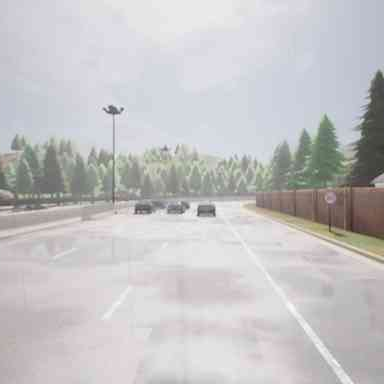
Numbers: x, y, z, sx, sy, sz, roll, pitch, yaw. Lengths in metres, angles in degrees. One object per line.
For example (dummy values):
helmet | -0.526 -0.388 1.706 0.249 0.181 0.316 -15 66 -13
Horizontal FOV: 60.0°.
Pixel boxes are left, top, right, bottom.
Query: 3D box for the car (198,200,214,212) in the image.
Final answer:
car | 1.923 1.768 44.631 2.033 1.411 5.357 0 0 2

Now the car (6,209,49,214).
car | -13.033 1.690 26.615 1.994 1.385 4.181 0 0 3

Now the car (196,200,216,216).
car | 1.485 1.661 34.280 2.128 1.511 4.902 0 0 2

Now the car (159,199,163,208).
car | -4.895 1.744 48.758 1.837 1.490 4.892 0 0 4

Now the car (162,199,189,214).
car | -1.843 1.739 38.890 2.033 1.411 5.357 0 0 2

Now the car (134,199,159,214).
car | -5.372 1.693 38.345 1.837 1.490 4.892 0 0 3
